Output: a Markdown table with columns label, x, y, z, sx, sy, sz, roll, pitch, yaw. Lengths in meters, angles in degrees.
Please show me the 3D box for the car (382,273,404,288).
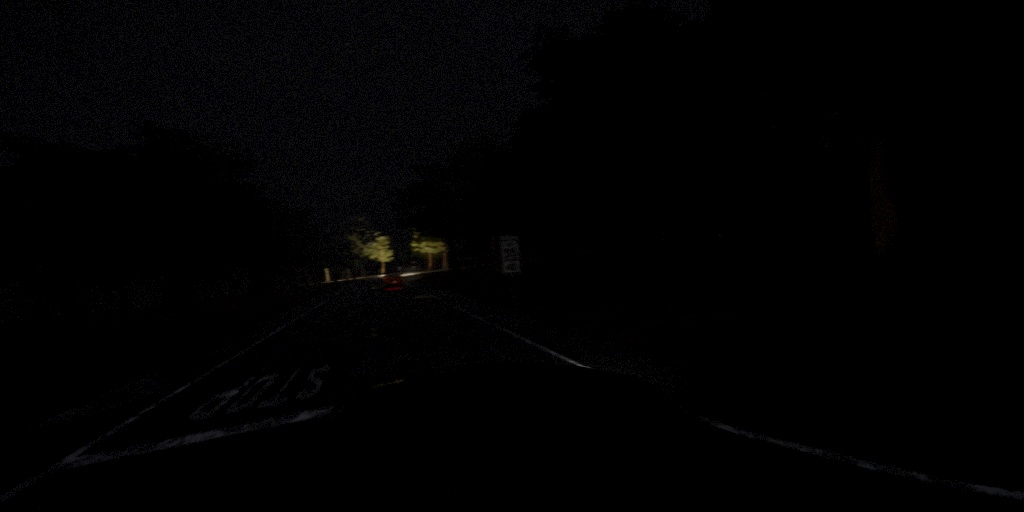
| label | x | y | z | sx | sy | sz | roll | pitch | yaw |
| --- | --- | --- | --- | --- | --- | --- | --- | --- | --- |
| car | -13.069 | 2.626 | 39.454 | 1.882 | 1.535 | 5.008 | -5 | -1 | -20 |
